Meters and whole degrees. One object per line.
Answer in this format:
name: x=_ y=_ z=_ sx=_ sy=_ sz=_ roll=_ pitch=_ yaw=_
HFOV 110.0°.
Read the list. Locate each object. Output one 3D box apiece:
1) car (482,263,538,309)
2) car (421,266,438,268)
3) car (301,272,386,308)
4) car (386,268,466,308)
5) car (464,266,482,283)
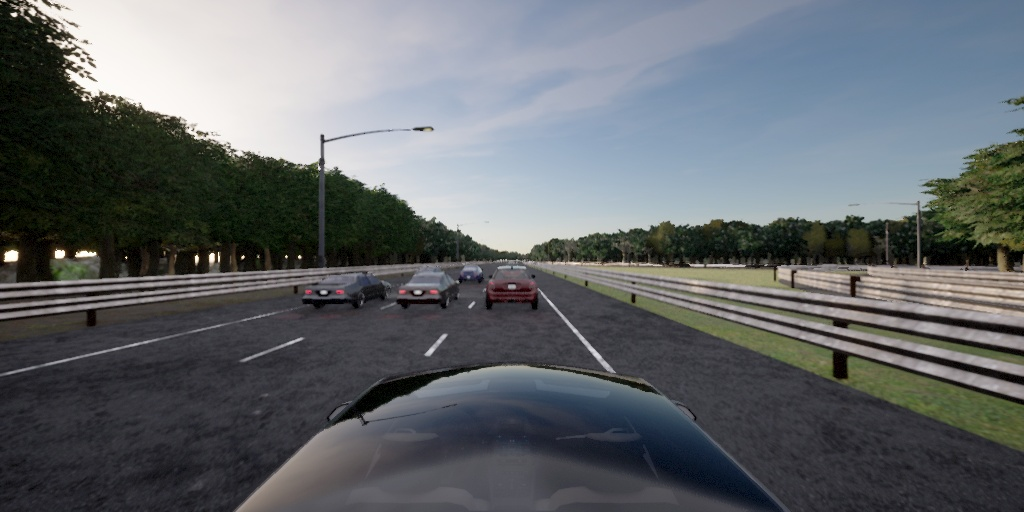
car: x=0.001 y=1.232 z=15.931 sx=2.097 sy=1.767 sz=4.553 roll=0 pitch=-1 yaw=0
car: x=-7.000 y=1.574 z=30.843 sx=2.033 sy=1.411 sz=5.357 roll=0 pitch=-1 yaw=0
car: x=-7.000 y=1.429 z=15.843 sx=2.033 sy=1.411 sz=5.357 roll=0 pitch=-1 yaw=0
car: x=-3.499 y=1.429 z=15.844 sx=2.033 sy=1.411 sz=5.357 roll=0 pitch=-1 yaw=0
car: x=-3.497 y=1.556 z=31.225 sx=1.812 sy=1.442 sz=4.674 roll=0 pitch=0 yaw=0
